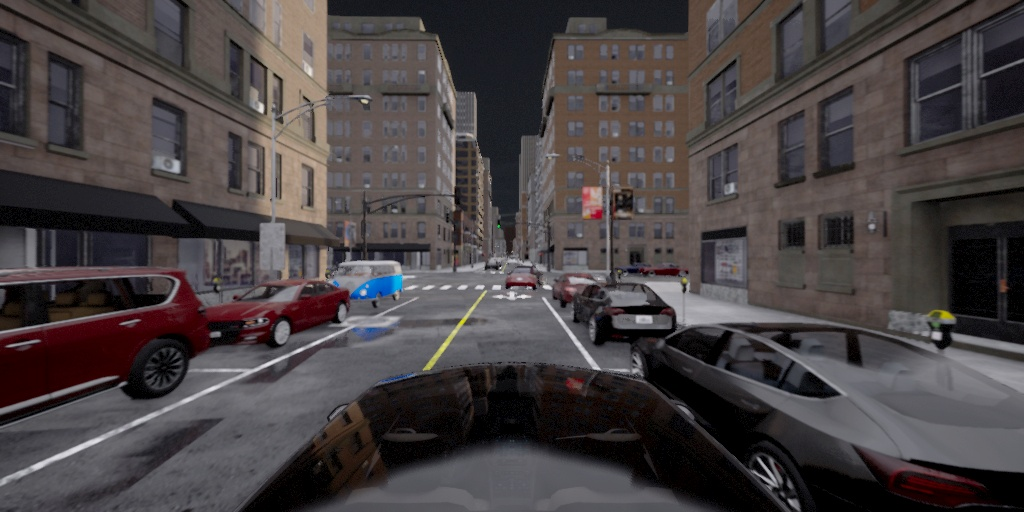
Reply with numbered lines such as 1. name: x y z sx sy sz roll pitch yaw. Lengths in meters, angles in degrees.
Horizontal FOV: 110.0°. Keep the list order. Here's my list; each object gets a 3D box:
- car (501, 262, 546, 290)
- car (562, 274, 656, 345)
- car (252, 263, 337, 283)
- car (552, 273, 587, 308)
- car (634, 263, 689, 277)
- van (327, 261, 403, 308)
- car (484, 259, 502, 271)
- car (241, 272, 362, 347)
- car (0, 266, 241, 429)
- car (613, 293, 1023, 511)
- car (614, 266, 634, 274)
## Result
1. car: 0.926 1.315 22.918 1.994 1.385 4.181 0 0 14
2. car: 2.667 1.318 9.321 1.948 1.339 4.313 0 0 0
3. car: -16.688 1.293 27.701 5.357 1.411 2.033 0 0 -1
4. car: 2.666 1.337 14.906 1.802 1.307 4.207 0 0 0
5. car: 14.719 1.357 34.766 4.718 1.301 1.895 0 0 0
6. van: -5.859 1.095 14.903 1.690 1.789 3.998 0 0 0
7. car: -2.845 1.250 51.016 1.882 1.535 5.008 0 0 0
8. car: -5.858 1.298 9.317 1.888 1.381 4.507 0 0 0
9. car: -5.858 1.065 3.730 2.192 1.841 5.009 0 0 0
10. car: 2.667 1.316 3.735 1.948 1.339 4.313 0 0 0
11. car: 13.226 1.367 38.001 4.718 1.301 1.895 0 0 -1
